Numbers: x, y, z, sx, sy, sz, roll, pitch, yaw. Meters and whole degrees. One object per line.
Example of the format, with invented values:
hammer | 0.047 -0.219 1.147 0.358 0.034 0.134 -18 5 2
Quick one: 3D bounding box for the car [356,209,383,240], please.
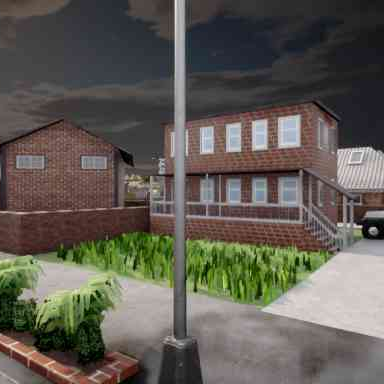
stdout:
car | 8.470 0.973 12.606 3.866 1.878 1.905 0 0 36
